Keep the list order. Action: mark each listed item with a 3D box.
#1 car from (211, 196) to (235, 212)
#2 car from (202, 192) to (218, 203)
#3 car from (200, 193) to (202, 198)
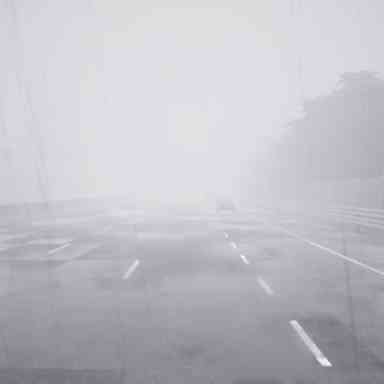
[{"bbox_3d":[3.507,1.437,36.376,2.033,1.411,5.357,0,0,0],"label":"car"},{"bbox_3d":[3.511,0.931,60.373,2.150,2.045,5.566,0,1,0],"label":"car"},{"bbox_3d":[3.515,1.115,80.617,1.994,1.385,4.181,0,0,0],"label":"car"}]
